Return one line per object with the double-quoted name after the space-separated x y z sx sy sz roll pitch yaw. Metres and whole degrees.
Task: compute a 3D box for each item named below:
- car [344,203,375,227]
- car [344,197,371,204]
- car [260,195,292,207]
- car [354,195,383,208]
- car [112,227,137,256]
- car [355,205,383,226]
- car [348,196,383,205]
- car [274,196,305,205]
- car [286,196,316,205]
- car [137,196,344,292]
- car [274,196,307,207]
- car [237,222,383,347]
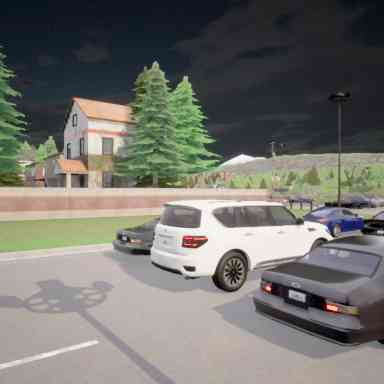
7.652 1.525 17.793 4.674 1.442 1.812 0 0 -35 "car"
19.612 1.600 42.464 1.895 1.301 4.718 0 0 -37 "car"
12.980 1.351 51.488 2.097 1.767 4.553 0 0 -36 "car"
27.129 1.351 49.978 2.097 1.767 4.553 0 0 -38 "car"
-0.151 1.547 12.231 5.357 1.411 2.033 0 0 -36 "car"
9.660 1.477 14.926 5.008 1.535 1.882 0 0 -35 "car"
22.596 1.352 44.422 2.097 1.767 4.553 0 0 -38 "car"
16.901 1.492 58.031 2.128 1.511 4.902 0 0 -36 "car"
19.715 1.477 60.128 1.882 1.535 5.008 0 0 -36 "car"
1.569 1.221 9.166 5.566 2.045 2.150 0 0 -36 "car"
15.835 1.477 53.514 1.882 1.535 5.008 0 0 -36 "car"
3.549 1.547 6.277 5.357 1.411 2.033 0 0 -36 "car"
